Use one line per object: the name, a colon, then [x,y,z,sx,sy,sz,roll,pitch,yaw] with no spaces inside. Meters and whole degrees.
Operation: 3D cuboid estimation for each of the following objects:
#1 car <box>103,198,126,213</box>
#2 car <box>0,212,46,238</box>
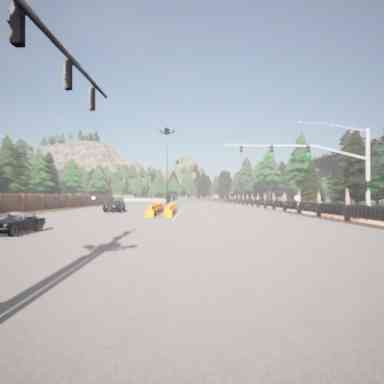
car: [-10.523,1.804,45.424,2.150,2.045,5.566,0,0,0]
car: [-10.510,1.853,19.593,1.895,1.301,4.718,0,-1,0]
